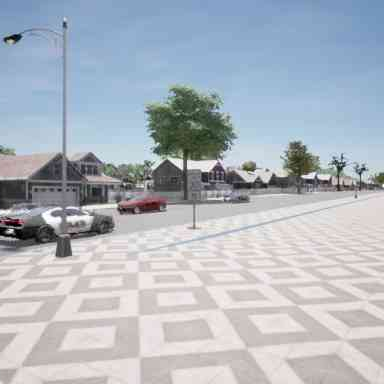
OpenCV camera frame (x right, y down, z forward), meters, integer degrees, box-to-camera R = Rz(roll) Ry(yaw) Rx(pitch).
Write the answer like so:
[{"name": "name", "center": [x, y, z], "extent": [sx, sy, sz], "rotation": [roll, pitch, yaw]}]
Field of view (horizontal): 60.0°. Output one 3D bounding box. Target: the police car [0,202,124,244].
[{"name": "police car", "center": [-5.814, 1.328, 15.200], "extent": [2.038, 1.542, 4.974], "rotation": [0, 1, 35]}]

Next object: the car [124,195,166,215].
[{"name": "car", "center": [-4.286, 1.029, 28.832], "extent": [1.882, 1.535, 5.008], "rotation": [0, 1, 35]}]

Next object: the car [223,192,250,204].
[{"name": "car", "center": [5.866, 0.719, 43.200], "extent": [2.128, 1.511, 4.902], "rotation": [0, 1, 36]}]
